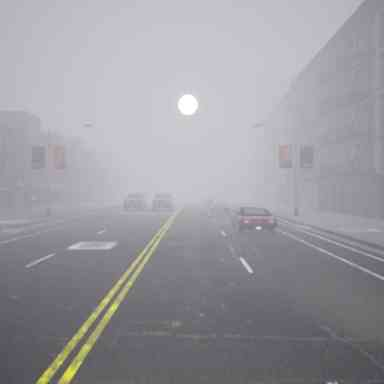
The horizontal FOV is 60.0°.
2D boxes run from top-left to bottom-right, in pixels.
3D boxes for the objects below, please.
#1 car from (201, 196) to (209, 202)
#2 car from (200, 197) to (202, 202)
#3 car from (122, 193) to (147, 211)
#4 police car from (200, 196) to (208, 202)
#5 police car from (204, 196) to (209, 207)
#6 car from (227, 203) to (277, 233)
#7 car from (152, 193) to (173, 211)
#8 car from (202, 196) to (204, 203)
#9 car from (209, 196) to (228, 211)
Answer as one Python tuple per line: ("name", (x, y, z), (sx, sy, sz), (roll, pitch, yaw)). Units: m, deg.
("car", (3.270, 1.773, 82.780), (1.882, 1.535, 5.008), (0, -1, 0))
("car", (3.267, 1.711, 71.776), (1.994, 1.385, 4.181), (0, -1, 0))
("car", (-6.583, 1.114, 38.914), (2.150, 2.045, 5.566), (0, 0, 0))
("police car", (3.272, 2.000, 93.782), (2.038, 1.542, 4.974), (0, -1, 0))
("police car", (3.262, 1.396, 49.885), (1.930, 1.638, 5.238), (0, 0, 0))
("car", (3.360, 1.510, 18.916), (1.895, 1.301, 4.718), (0, 0, 0))
("car", (-3.332, 1.112, 38.538), (2.150, 2.045, 5.566), (0, 0, 0))
("car", (3.265, 1.527, 60.774), (1.882, 1.535, 5.008), (0, 0, 0))
("car", (3.260, 1.419, 38.773), (1.812, 1.442, 4.674), (0, 0, 0))
